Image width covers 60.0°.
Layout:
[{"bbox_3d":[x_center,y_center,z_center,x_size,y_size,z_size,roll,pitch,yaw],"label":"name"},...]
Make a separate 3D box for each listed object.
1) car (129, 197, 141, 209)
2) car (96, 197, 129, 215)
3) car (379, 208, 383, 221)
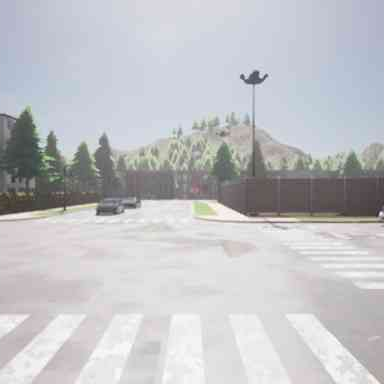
[{"bbox_3d":[-7.650,1.326,42.211,2.033,1.411,5.357,0,0,0],"label":"car"},{"bbox_3d":[-7.671,1.335,31.562,1.837,1.490,4.892,0,0,0],"label":"car"},{"bbox_3d":[14.457,1.124,20.087,5.566,2.045,2.150,0,0,1],"label":"car"}]
